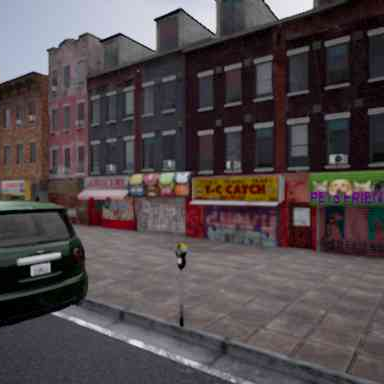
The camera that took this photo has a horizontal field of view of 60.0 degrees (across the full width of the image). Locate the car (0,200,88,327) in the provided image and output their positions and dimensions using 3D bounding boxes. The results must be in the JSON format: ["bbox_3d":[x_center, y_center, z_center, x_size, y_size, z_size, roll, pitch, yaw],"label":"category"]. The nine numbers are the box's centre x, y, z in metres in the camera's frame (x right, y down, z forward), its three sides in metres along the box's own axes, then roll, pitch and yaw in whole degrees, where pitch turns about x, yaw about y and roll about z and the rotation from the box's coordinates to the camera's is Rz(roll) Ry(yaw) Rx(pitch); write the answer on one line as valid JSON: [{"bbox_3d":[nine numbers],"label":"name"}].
[{"bbox_3d":[-4.340,1.160,6.252,5.566,2.045,2.150,1,0,35],"label":"car"}]
